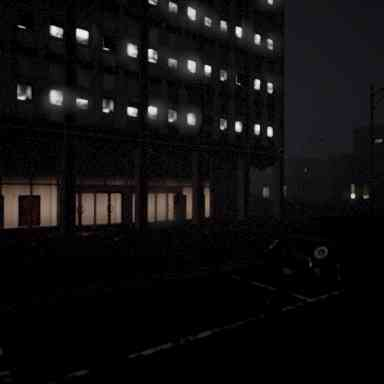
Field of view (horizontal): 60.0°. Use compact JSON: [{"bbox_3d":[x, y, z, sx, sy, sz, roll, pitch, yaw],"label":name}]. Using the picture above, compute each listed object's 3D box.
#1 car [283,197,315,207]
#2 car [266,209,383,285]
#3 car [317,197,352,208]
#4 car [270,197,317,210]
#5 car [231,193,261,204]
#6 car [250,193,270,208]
[{"bbox_3d":[15.618,1.419,48.587,1.802,1.307,4.206,1,0,-35],"label":"car"},{"bbox_3d":[3.982,1.428,9.398,4.097,1.590,1.967,0,0,-36],"label":"car"},{"bbox_3d":[18.670,1.386,44.171,1.752,1.417,4.829,1,0,-35],"label":"car"},{"bbox_3d":[11.871,1.379,39.268,2.008,1.369,4.403,1,0,-35],"label":"car"},{"bbox_3d":[9.325,1.107,57.697,2.192,1.841,5.009,1,0,-35],"label":"car"},{"bbox_3d":[8.725,1.119,43.824,2.192,1.841,5.009,1,0,-35],"label":"car"}]
